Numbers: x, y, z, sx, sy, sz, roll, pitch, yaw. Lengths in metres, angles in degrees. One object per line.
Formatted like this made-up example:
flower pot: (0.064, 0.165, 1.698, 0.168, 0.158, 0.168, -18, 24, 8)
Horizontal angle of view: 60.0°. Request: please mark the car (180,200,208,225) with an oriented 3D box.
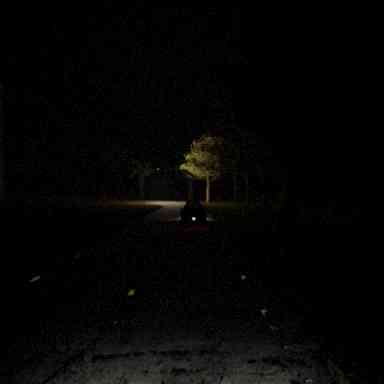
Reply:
car: (0.125, 1.610, 25.463, 1.837, 1.490, 4.892, 0, 0, 0)
